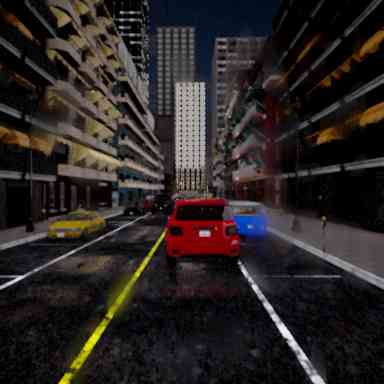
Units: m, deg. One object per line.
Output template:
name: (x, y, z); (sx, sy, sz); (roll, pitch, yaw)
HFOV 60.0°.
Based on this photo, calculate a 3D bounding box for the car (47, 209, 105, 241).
car: (-5.710, 1.553, 16.862); (1.752, 1.417, 4.829); (0, 0, 0)

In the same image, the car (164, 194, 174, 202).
car: (-5.757, 1.471, 83.313); (2.192, 1.841, 5.009); (-1, 0, 0)

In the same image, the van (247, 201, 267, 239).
van: (2.669, 1.368, 17.026); (1.690, 1.788, 3.998); (-1, 0, 0)

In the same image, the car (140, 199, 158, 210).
car: (-5.729, 1.621, 44.650); (1.887, 1.381, 4.507); (-1, 0, 0)

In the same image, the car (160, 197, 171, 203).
car: (-5.747, 1.698, 72.267); (1.947, 1.339, 4.313); (-1, 0, 0)

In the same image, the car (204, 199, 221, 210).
car: (2.653, 1.626, 44.641); (2.008, 1.369, 4.403); (-1, 0, 0)

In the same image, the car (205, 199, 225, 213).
car: (2.656, 1.616, 39.118); (2.008, 1.369, 4.403); (-1, 0, 0)

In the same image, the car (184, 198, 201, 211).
car: (0.072, 1.563, 43.185); (2.128, 1.511, 4.902); (0, 0, 0)

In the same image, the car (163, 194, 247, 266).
car: (0.219, 1.240, 11.782); (2.150, 2.045, 5.566); (0, 0, -3)

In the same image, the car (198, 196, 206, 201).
car: (2.623, 1.718, 88.829); (2.008, 1.369, 4.403); (-1, 0, 0)

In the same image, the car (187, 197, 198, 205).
car: (0.067, 1.634, 61.257); (1.812, 1.442, 4.674); (0, 0, 0)

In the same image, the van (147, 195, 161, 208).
van: (-5.734, 1.428, 50.173); (1.690, 1.788, 3.998); (-1, 0, 0)

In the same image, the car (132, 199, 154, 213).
car: (-5.724, 1.611, 39.126); (1.887, 1.381, 4.507); (-1, 0, 0)

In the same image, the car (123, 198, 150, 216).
car: (-5.720, 1.622, 33.602); (1.947, 1.339, 4.313); (0, 0, 0)

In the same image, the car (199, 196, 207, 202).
car: (2.627, 1.699, 83.305); (1.887, 1.381, 4.507); (-1, 0, 0)

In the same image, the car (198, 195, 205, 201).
car: (2.619, 1.705, 94.522); (1.752, 1.417, 4.829); (-1, 0, 0)

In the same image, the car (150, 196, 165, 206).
car: (-5.737, 1.538, 55.697); (1.967, 1.590, 4.097); (-1, 0, 0)

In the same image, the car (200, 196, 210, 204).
car: (2.637, 1.645, 66.906); (1.752, 1.417, 4.829); (-1, 0, 0)

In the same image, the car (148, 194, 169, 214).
car: (-3.112, 1.281, 35.994); (2.150, 2.045, 5.566); (0, 0, 0)

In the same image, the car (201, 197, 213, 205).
car: (2.641, 1.659, 61.212); (2.008, 1.369, 4.403); (-1, 0, 0)
